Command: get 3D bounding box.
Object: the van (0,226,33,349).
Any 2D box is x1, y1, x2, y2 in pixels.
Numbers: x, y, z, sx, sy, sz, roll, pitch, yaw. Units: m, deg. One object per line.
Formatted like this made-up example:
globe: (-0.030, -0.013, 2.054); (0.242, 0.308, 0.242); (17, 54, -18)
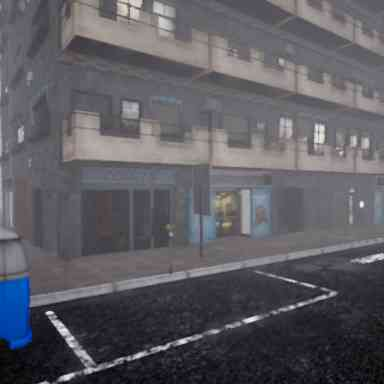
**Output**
van: (-3.965, 1.341, 3.743); (3.998, 1.788, 1.690); (0, 0, -36)
